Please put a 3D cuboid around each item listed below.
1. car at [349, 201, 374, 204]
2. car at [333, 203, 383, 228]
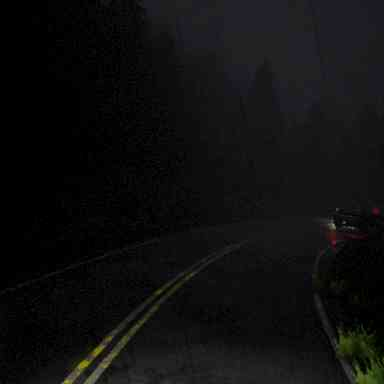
[{"bbox_3d":[14.701,1.634,29.529,4.553,1.767,2.097,2,3,-36],"label":"car"},{"bbox_3d":[11.501,1.810,22.673,4.902,1.511,2.128,2,3,-41],"label":"car"}]
